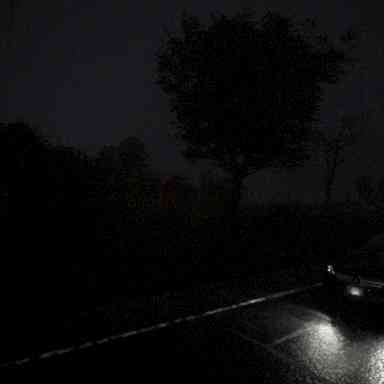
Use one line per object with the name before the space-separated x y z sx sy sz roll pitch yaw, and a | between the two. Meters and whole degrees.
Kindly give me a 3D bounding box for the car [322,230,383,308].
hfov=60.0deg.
car | 4.907 1.579 7.490 4.674 1.442 1.812 0 0 -35
